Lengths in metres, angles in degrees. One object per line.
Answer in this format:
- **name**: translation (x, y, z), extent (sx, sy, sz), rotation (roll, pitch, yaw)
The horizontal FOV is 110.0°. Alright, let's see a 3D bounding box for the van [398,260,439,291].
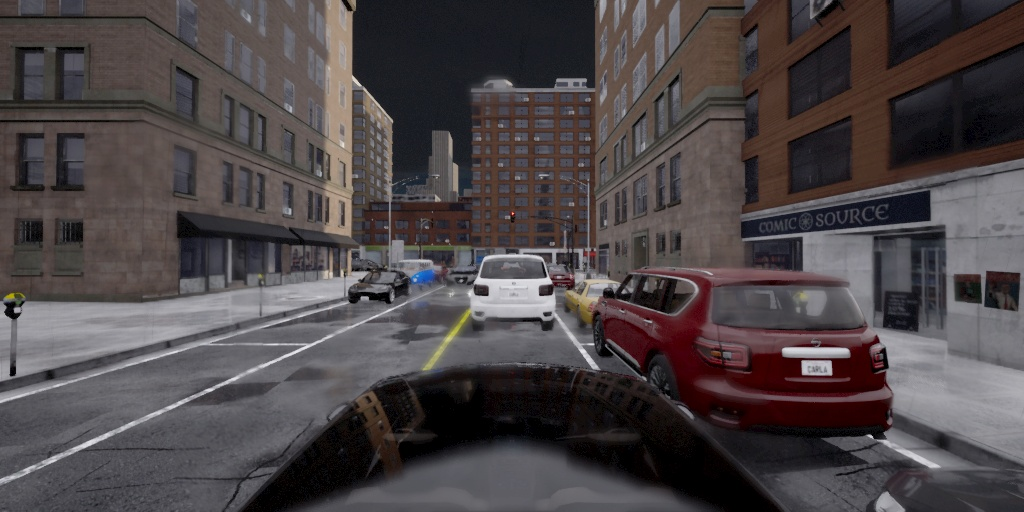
- **van**: translation (-5.894, 1.113, 21.969), extent (1.690, 1.789, 3.998), rotation (0, 0, 0)

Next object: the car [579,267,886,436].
- **car**: translation (2.662, 1.067, 5.535), extent (2.192, 1.841, 5.009), rotation (0, 0, 0)

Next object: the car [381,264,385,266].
- **car**: translation (-17.871, 1.162, 43.586), extent (4.892, 1.490, 1.837), rotation (0, -1, 0)

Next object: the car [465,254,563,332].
- **car**: translation (0.013, 0.979, 11.063), extent (2.150, 2.045, 5.566), rotation (0, 0, -1)

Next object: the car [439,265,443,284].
- **car**: translation (-5.905, 1.324, 27.451), extent (1.888, 1.381, 4.507), rotation (0, 0, 0)

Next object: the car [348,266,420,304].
- **car**: translation (-5.884, 1.330, 16.486), extent (1.948, 1.339, 4.313), rotation (0, 0, 0)

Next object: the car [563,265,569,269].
- **car**: translation (2.631, 1.211, 21.983), extent (1.967, 1.591, 4.097), rotation (0, 0, 0)

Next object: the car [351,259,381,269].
- **car**: translation (-18.065, 1.166, 40.336), extent (5.357, 1.411, 2.033), rotation (0, -1, 0)

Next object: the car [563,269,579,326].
- **car**: translation (2.652, 1.283, 11.188), extent (1.751, 1.417, 4.829), rotation (0, 0, 0)

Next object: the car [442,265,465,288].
- **car**: translation (-3.108, 1.339, 23.998), extent (1.994, 1.385, 4.181), rotation (0, 0, 0)
